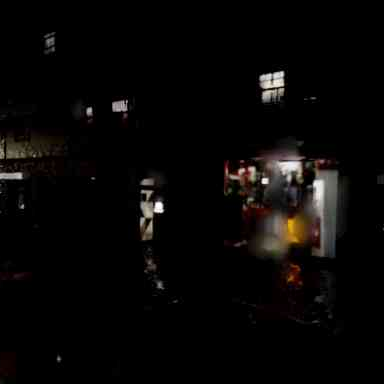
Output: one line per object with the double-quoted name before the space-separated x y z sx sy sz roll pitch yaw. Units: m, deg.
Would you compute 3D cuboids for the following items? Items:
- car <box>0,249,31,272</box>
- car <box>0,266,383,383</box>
"car" -4.670 1.442 6.000 4.507 1.381 1.887 1 1 35
"car" -0.044 1.560 2.733 4.206 1.307 1.802 1 1 35
